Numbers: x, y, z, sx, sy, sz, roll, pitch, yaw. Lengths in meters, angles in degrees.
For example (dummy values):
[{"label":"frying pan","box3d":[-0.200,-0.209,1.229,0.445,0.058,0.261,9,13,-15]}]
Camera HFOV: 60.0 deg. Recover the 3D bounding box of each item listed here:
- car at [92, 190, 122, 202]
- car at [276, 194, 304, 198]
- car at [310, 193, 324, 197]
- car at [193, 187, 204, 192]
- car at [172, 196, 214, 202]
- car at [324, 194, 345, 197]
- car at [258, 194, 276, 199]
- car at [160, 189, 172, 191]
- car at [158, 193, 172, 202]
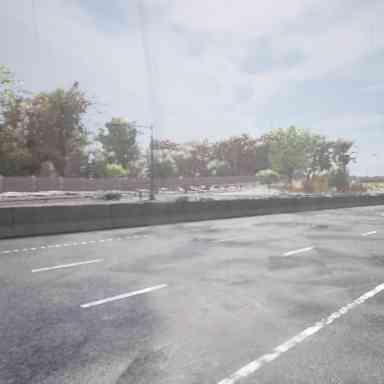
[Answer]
[{"label":"car","box3d":[-11.361,0.511,44.578,2.128,1.511,4.902,0,1,23]},{"label":"car","box3d":[15.063,1.109,49.588,4.892,1.490,1.837,0,0,-43]},{"label":"car","box3d":[23.787,1.027,62.773,4.892,1.490,1.837,-1,1,-44]},{"label":"car","box3d":[1.565,-0.358,73.978,1.812,1.442,4.674,0,3,26]},{"label":"car","box3d":[0.826,1.218,35.943,5.357,1.411,2.033,0,1,-44]},{"label":"car","box3d":[26.499,1.060,60.534,4.892,1.490,1.837,0,1,-44]},{"label":"car","box3d":[12.164,1.068,51.653,4.902,1.511,2.128,0,1,-43]},{"label":"car","box3d":[-4.735,0.168,60.327,2.128,1.511,4.902,0,2,24]},{"label":"car","box3d":[-1.603,1.180,38.458,5.357,1.411,2.033,0,0,-44]}]
